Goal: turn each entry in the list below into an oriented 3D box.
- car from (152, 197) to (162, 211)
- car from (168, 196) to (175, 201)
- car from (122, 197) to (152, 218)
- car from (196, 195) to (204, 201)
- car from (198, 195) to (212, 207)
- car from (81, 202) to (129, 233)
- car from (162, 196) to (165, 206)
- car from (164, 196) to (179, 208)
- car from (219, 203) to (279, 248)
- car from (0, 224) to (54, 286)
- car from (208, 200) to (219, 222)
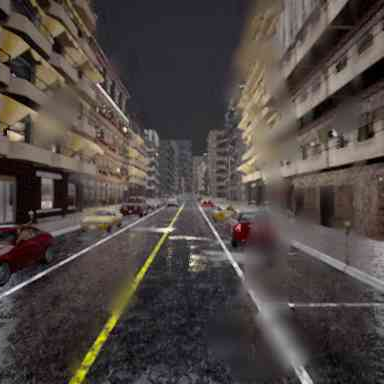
[{"bbox_3d":[-5.451,1.655,42.707,2.008,1.369,4.403,1,0,0],"label":"car"},{"bbox_3d":[-5.630,1.790,92.647,1.802,1.307,4.206,1,0,0],"label":"car"},{"bbox_3d":[-5.410,1.395,31.609,2.192,1.841,5.009,1,0,0],"label":"car"},{"bbox_3d":[2.256,1.635,92.697,1.967,1.590,4.097,1,0,0],"label":"car"},{"bbox_3d":[2.391,1.556,53.854,1.967,1.590,4.097,1,0,0],"label":"car"},{"bbox_3d":[-5.373,1.581,20.341,1.752,1.417,4.829,1,0,0],"label":"car"},{"bbox_3d":[-5.471,1.683,48.256,1.947,1.339,4.313,1,0,0],"label":"car"},{"bbox_3d":[-2.917,1.665,50.419,2.033,1.411,5.357,0,0,0],"label":"car"},{"bbox_3d":[2.527,1.471,15.010,1.967,1.590,4.097,1,0,0],"label":"car"},{"bbox_3d":[-5.336,1.613,9.413,1.802,1.307,4.206,1,0,0],"label":"car"},{"bbox_3d":[2.487,1.581,26.278,1.752,1.417,4.829,1,0,0],"label":"car"}]
